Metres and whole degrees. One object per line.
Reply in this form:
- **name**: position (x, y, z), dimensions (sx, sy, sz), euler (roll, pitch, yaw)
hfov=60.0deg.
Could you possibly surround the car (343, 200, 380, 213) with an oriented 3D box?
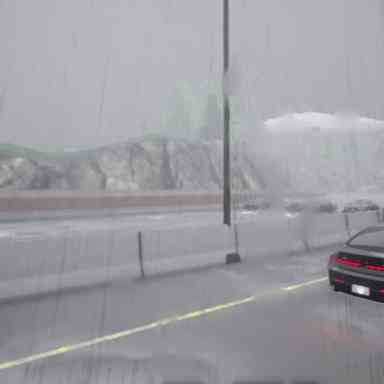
- **car**: position (15.215, 1.371, 29.836), dimensions (4.181, 1.385, 1.994), euler (-1, 0, -44)

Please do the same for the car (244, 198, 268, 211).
- **car**: position (8.094, 1.363, 37.494), dimensions (5.357, 1.411, 2.033), euler (0, 0, -44)

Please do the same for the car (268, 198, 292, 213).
- **car**: position (10.301, 1.339, 34.797), dimensions (4.674, 1.442, 1.812), euler (-1, 0, -44)

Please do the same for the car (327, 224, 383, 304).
- **car**: position (4.928, 1.453, 7.296), dimensions (4.892, 1.490, 1.837), euler (-1, 1, -36)

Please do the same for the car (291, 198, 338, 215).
- **car**: position (11.917, 1.365, 31.458), dimensions (5.357, 1.411, 2.033), euler (0, 0, -43)
